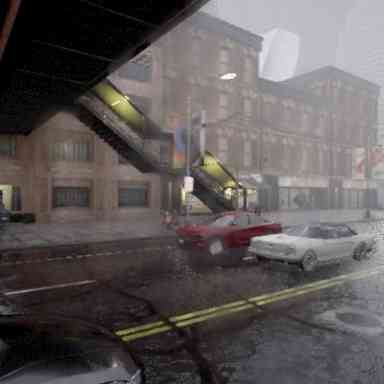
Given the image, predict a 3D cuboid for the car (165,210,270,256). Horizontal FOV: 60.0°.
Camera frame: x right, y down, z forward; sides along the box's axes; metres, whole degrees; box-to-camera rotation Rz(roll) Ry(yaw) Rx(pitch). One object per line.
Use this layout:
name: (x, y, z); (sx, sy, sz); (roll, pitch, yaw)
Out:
car: (1.639, 1.576, 13.781); (5.008, 1.535, 1.882); (1, 0, -36)

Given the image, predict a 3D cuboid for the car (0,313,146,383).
car: (-2.599, 1.480, 1.904); (4.902, 1.511, 2.128); (1, -1, -35)

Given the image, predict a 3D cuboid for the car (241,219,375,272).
car: (4.140, 1.704, 11.267); (4.718, 1.301, 1.895); (1, 0, -36)
